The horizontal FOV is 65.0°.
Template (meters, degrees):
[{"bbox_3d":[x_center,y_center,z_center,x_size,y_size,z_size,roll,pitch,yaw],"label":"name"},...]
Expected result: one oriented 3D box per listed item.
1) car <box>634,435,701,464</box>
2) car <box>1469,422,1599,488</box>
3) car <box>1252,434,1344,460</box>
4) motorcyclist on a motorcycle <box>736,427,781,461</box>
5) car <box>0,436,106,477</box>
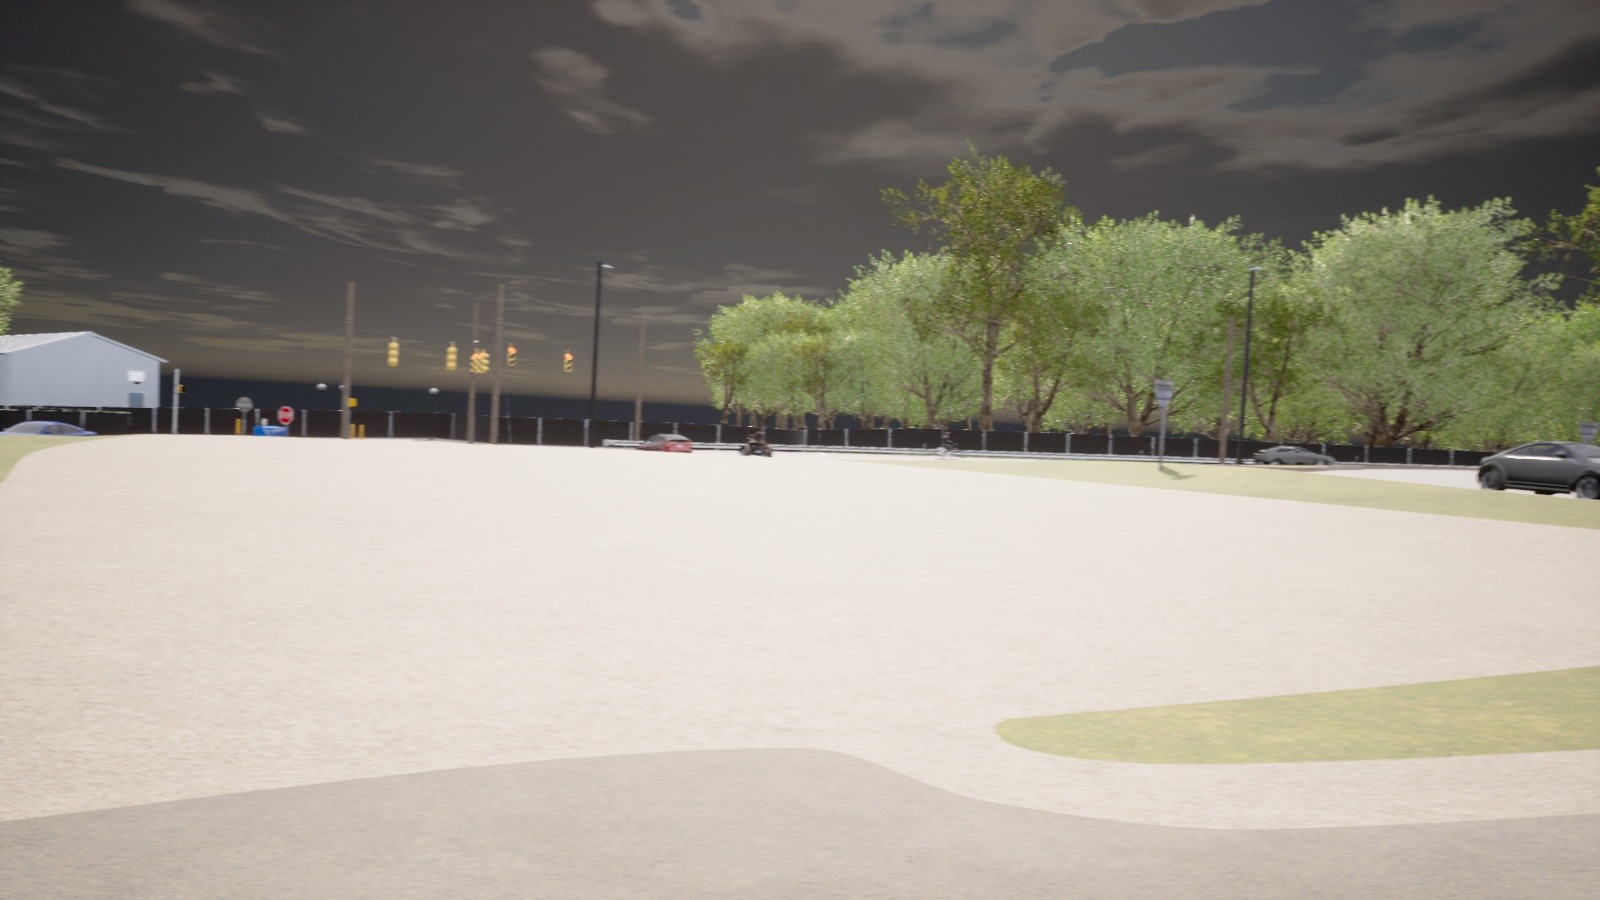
[{"bbox_3d":[-7.279,-0.010,68.633,2.007,1.525,4.514,1,-1,-29],"label":"car"},{"bbox_3d":[18.274,0.106,29.535,1.994,1.385,4.181,1,2,-18],"label":"car"},{"bbox_3d":[31.125,-0.204,78.584,4.902,1.511,2.128,1,2,3],"label":"car"},{"bbox_3d":[-2.037,-0.281,61.329,2.350,1.649,0.766,0,0,44],"label":"motorcyclist on a motorcycle"},{"bbox_3d":[-31.289,0.225,51.818,1.882,1.535,5.008,2,1,10],"label":"car"}]
